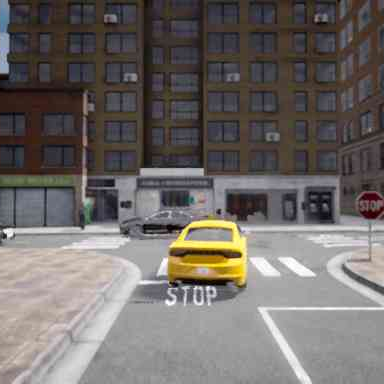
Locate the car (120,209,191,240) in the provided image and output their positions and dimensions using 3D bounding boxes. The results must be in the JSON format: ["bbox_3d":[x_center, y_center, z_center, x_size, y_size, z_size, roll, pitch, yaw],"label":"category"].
[{"bbox_3d":[-1.404,1.702,17.906,4.902,1.511,2.128,-1,-2,0],"label":"car"}]

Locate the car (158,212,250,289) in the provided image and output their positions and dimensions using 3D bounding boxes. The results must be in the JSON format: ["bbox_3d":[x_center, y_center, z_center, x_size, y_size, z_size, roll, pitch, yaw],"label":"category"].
[{"bbox_3d":[0.649,1.565,9.627,1.882,1.535,5.008,0,0,9],"label":"car"}]

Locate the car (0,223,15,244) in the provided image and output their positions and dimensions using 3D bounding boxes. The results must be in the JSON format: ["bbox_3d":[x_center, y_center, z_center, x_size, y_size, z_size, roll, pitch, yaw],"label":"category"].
[{"bbox_3d":[-10.619,1.714,14.985,4.902,1.511,2.128,-1,-2,0],"label":"car"}]

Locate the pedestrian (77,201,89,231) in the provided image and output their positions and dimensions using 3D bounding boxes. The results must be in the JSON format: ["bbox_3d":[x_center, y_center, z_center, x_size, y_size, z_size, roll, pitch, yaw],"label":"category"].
[{"bbox_3d":[-6.832,1.490,20.842,0.375,1.860,0.375,0,-1,0],"label":"pedestrian"}]
